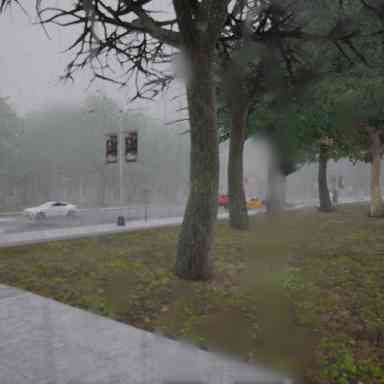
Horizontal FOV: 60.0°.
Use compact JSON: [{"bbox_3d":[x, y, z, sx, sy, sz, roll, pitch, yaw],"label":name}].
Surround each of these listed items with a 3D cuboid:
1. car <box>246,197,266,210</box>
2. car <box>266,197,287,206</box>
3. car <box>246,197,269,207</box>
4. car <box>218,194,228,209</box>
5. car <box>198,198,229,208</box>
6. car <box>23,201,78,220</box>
[{"bbox_3d":[7.827,1.541,45.308,1.882,1.535,5.008,0,0,36],"label":"car"},{"bbox_3d":[13.625,1.559,53.505,1.882,1.535,5.008,0,0,36],"label":"car"},{"bbox_3d":[10.914,1.581,55.302,1.837,1.490,4.892,0,0,36],"label":"car"},{"bbox_3d":[4.831,1.277,46.714,2.150,2.045,5.566,0,0,36],"label":"car"},{"bbox_3d":[3.318,1.602,50.315,2.033,1.411,5.357,0,0,36],"label":"car"},{"bbox_3d":[-12.113,1.534,28.804,1.812,1.442,4.674,0,0,35],"label":"car"}]
